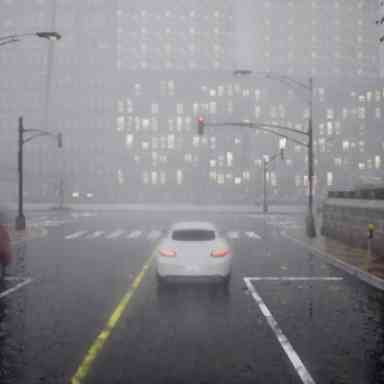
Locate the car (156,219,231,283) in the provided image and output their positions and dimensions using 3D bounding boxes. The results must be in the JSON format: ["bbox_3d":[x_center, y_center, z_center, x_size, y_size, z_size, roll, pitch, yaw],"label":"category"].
[{"bbox_3d":[0.050,1.511,9.531,1.812,1.442,4.674,0,0,0],"label":"car"}]

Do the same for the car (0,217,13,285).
[{"bbox_3d":[-5.380,1.306,6.166,2.192,1.841,5.009,0,0,0],"label":"car"}]
